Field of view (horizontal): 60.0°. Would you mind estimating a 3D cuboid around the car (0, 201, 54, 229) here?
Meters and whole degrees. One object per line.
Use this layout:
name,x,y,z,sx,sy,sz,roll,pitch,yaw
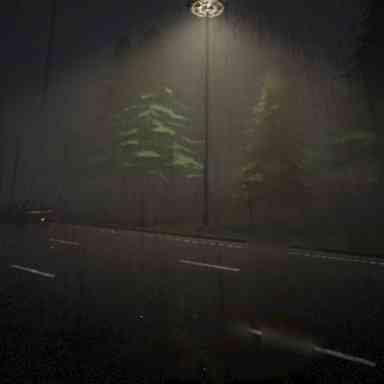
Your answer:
car,-10.281,1.305,19.928,4.902,1.511,2.128,1,0,36
